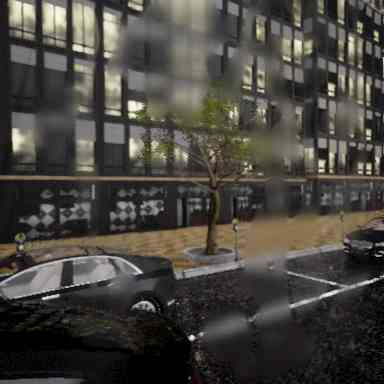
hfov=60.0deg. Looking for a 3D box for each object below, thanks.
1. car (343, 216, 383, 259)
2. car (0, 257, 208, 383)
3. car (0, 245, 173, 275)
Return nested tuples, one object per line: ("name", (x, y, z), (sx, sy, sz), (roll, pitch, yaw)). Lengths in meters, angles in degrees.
("car", (7.007, 1.502, 11.569), (4.403, 1.369, 2.008), (0, 0, -36))
("car", (-2.002, 1.529, 1.825), (4.674, 1.442, 1.812), (0, 0, -36))
("car", (-2.245, 1.547, 4.967), (4.403, 1.369, 2.008), (0, 0, -36))
